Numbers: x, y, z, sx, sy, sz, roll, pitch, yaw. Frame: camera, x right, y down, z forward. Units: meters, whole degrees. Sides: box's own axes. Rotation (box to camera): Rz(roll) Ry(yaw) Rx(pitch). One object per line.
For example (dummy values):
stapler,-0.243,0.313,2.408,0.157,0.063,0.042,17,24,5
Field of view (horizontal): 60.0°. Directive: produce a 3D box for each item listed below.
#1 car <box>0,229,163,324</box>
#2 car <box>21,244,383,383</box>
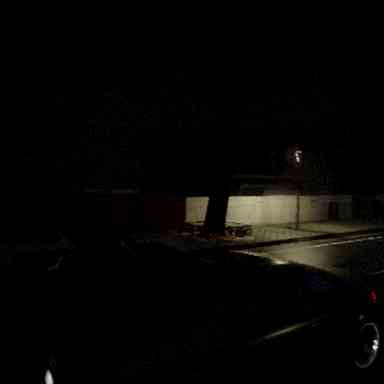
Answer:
car,-2.232,1.431,6.147,4.718,1.301,1.895,0,1,-33
car,0.425,1.474,3.998,4.181,1.385,1.994,0,1,-33
